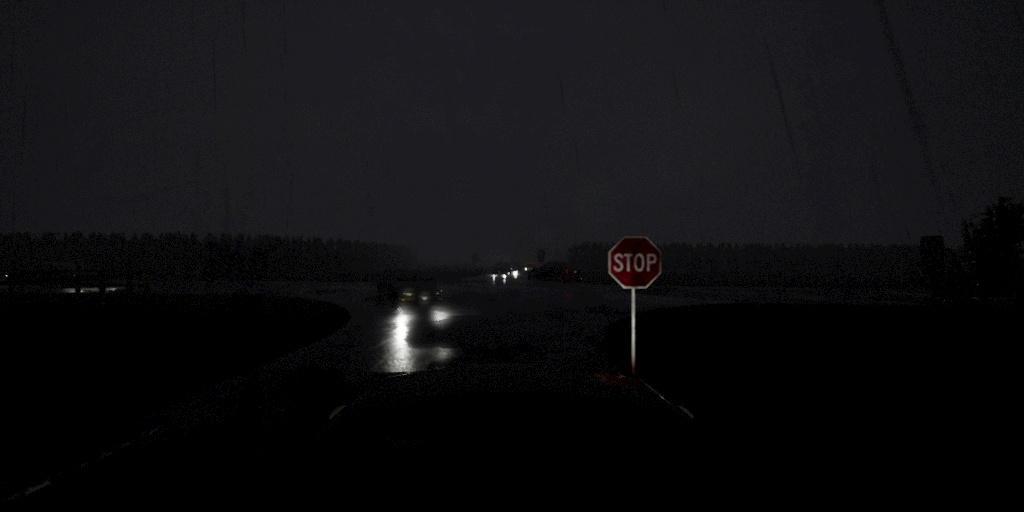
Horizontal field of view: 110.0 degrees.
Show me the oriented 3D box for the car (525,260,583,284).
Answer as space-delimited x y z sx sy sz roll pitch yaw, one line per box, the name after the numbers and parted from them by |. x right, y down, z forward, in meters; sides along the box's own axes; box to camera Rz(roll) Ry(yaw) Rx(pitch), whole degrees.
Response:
3.392 1.229 28.621 2.097 1.767 4.553 1 0 -40 | car

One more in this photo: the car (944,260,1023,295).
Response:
29.515 1.245 21.300 5.566 2.045 2.150 0 0 6 | car

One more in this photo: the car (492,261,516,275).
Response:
-1.158 1.474 43.495 2.033 1.411 5.357 0 0 7 | car

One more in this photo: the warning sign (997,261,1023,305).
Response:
21.231 1.047 14.984 1.060 1.860 1.300 0 0 6 | warning sign

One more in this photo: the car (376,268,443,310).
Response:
-4.469 1.294 15.245 1.837 1.490 4.892 2 -1 -32 | car

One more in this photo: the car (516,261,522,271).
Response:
0.353 1.466 53.829 2.128 1.511 4.902 0 0 10 | car

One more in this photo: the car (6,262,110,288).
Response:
-27.560 1.114 21.892 5.008 1.535 1.882 0 0 3 | car
